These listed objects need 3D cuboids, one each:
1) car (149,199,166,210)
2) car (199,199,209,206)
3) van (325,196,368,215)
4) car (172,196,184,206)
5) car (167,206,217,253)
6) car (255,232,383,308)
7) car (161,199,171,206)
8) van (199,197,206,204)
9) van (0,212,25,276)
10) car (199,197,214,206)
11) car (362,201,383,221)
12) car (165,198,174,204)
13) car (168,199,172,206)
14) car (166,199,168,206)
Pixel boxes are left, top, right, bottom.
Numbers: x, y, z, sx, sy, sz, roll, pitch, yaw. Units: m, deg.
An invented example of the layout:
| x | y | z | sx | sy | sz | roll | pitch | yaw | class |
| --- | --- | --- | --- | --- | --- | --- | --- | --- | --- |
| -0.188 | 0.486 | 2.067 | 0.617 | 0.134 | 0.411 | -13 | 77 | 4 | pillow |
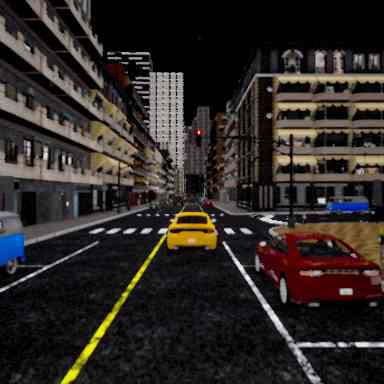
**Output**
| x | y | z | sx | sy | sz | roll | pitch | yaw | class |
| --- | --- | --- | --- | --- | --- | --- | --- | --- | --- |
| -5.676 | 2.042 | 51.505 | 2.008 | 1.369 | 4.403 | 0 | -1 | 0 | car |
| 2.714 | 2.265 | 73.606 | 2.008 | 1.369 | 4.403 | -1 | -1 | 0 | car |
| 15.655 | 1.350 | 33.596 | 3.998 | 1.788 | 1.690 | -1 | 1 | -1 | van |
| -2.971 | 1.929 | 72.910 | 2.150 | 2.045 | 5.566 | 0 | -1 | 0 | car |
| 0.046 | 1.613 | 14.473 | 1.882 | 1.535 | 5.008 | 0 | 0 | 1 | car |
| 2.686 | 1.620 | 8.026 | 1.887 | 1.381 | 4.507 | 0 | -1 | 0 | car |
| -5.667 | 2.296 | 73.615 | 1.802 | 1.307 | 4.206 | -1 | -1 | 0 | car |
| 2.716 | 2.170 | 84.663 | 1.690 | 1.788 | 3.998 | -1 | -1 | 0 | van |
| -5.696 | 1.416 | 8.032 | 1.690 | 1.788 | 3.998 | 0 | -1 | 0 | van |
| 2.705 | 1.987 | 57.024 | 1.967 | 1.590 | 4.097 | -1 | -1 | 0 | car |
| 15.773 | 1.565 | 25.220 | 4.313 | 1.339 | 1.947 | -1 | 1 | -1 | car |
| -5.662 | 2.352 | 84.500 | 1.752 | 1.417 | 4.829 | -1 | -1 | 0 | car |
| -5.671 | 2.098 | 68.088 | 1.967 | 1.590 | 4.097 | -1 | -1 | 0 | car |
| -5.674 | 2.112 | 57.031 | 1.947 | 1.339 | 4.313 | 0 | -1 | 0 | car |
